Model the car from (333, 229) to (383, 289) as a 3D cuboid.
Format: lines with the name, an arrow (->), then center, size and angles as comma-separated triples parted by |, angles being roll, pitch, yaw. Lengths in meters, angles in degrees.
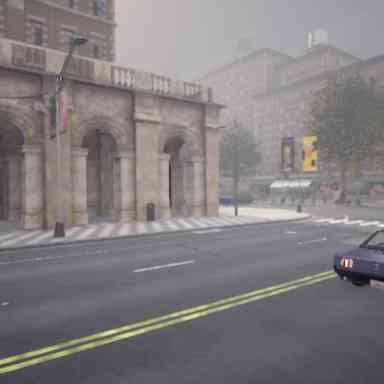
car -> 5.422, 1.486, 7.760 | 4.718, 1.301, 1.895 | -1, 1, -36

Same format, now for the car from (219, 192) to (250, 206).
car -> 5.236, 1.075, 46.051 | 1.882, 1.535, 5.008 | -1, 1, -36

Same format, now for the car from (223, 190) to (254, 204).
car -> 6.715, 0.775, 49.979 | 2.150, 2.045, 5.566 | -1, 0, -36
